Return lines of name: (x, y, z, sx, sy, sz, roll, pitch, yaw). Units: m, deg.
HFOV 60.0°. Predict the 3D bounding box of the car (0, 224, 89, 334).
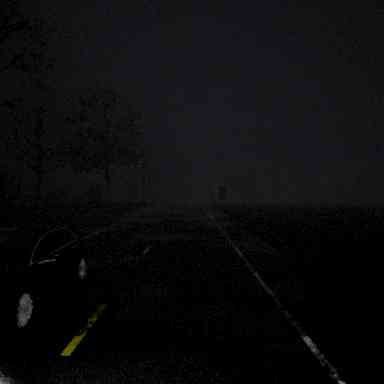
car: (-3.598, 1.502, 6.823, 1.837, 1.490, 4.892, 0, 0, 0)
